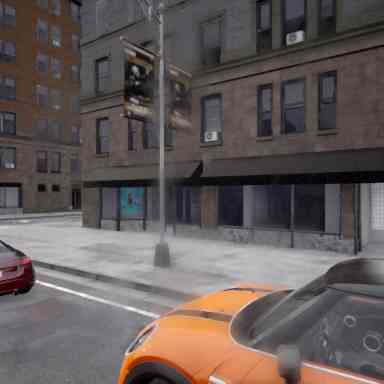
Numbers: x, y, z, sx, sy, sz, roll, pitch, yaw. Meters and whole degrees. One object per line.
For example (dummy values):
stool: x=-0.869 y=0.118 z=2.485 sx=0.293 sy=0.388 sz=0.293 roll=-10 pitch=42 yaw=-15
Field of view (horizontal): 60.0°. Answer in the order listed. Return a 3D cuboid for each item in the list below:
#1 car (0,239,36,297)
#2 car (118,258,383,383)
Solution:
car: x=-5.416 y=1.564 z=7.533 sx=4.181 sy=1.385 sz=1.994 roll=0 pitch=0 yaw=36
car: x=1.524 y=1.352 z=2.599 sx=4.553 sy=1.767 sz=2.097 roll=0 pitch=0 yaw=36
